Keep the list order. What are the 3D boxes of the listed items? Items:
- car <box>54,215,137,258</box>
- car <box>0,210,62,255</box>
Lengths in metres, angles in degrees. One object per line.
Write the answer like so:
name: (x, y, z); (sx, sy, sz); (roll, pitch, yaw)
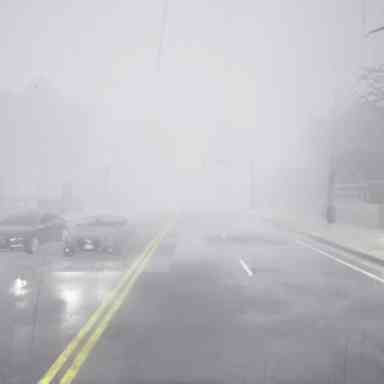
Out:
car: (-3.354, 1.588, 12.795); (1.994, 1.385, 4.181); (0, 0, 0)
car: (-6.605, 1.531, 13.524); (1.837, 1.490, 4.892); (0, 0, 0)
